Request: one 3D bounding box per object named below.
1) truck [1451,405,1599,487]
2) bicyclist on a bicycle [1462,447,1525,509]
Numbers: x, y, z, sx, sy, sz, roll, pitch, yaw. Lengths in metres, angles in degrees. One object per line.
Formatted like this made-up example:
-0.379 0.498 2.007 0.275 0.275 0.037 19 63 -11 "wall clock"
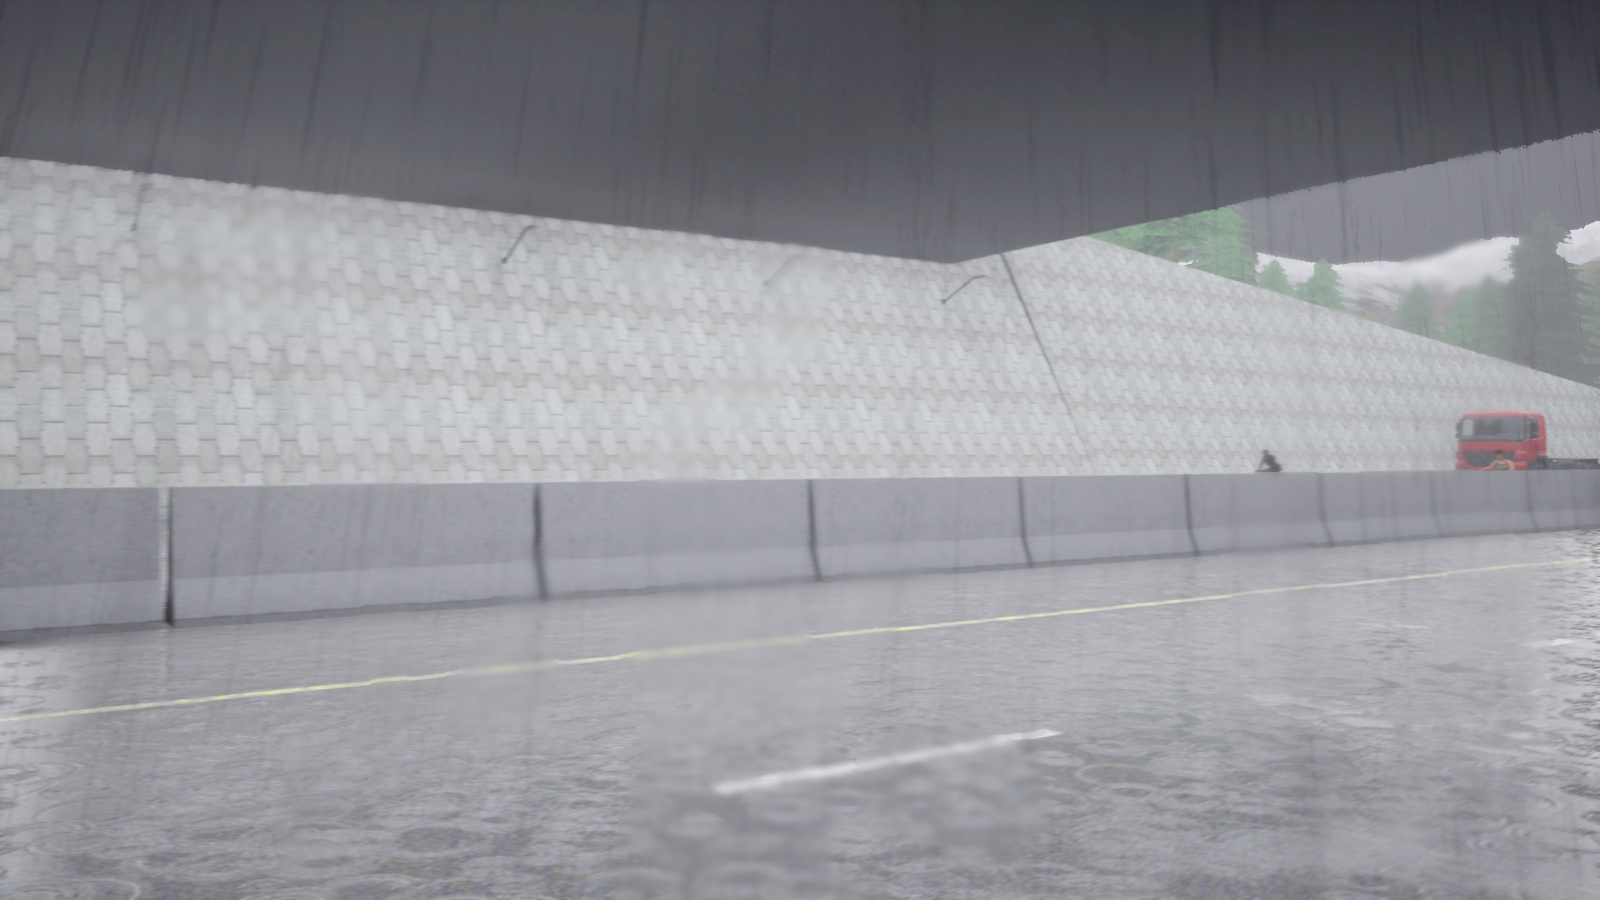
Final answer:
32.662 -0.165 56.185 7.936 3.462 2.891 0 0 -35 "truck"
18.555 0.727 33.597 1.509 1.612 0.866 0 0 -34 "bicyclist on a bicycle"
